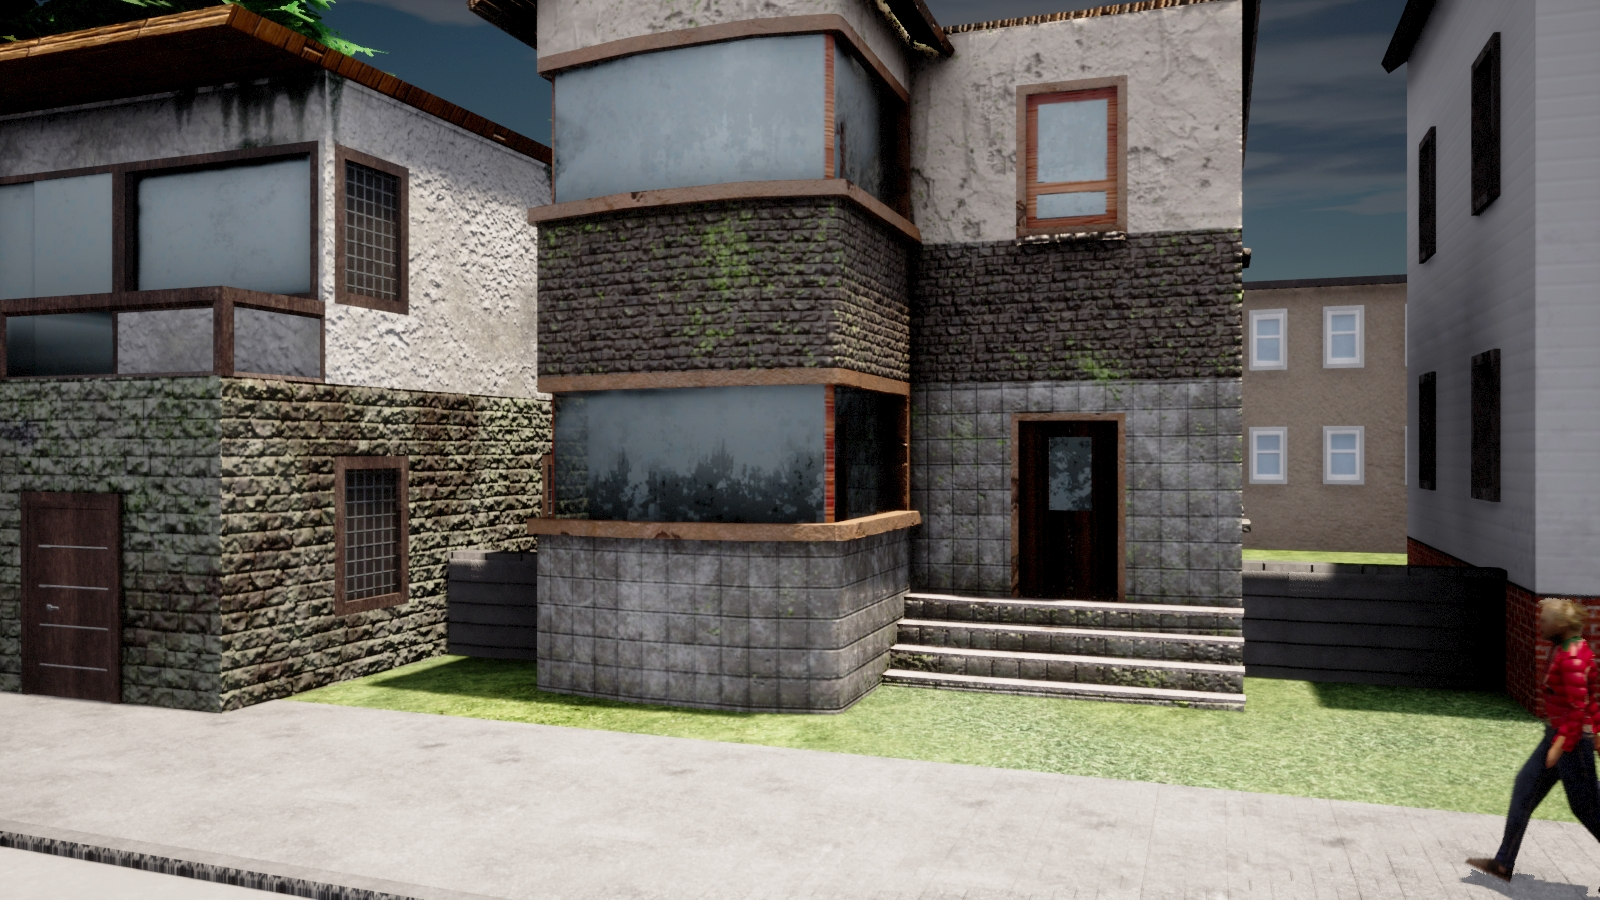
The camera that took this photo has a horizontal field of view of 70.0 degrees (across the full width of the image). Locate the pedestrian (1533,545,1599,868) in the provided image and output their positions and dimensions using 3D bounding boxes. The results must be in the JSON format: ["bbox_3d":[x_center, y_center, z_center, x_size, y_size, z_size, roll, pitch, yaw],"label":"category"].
[{"bbox_3d":[4.687,1.523,6.903,0.375,1.860,0.375,0,0,23],"label":"pedestrian"}]
